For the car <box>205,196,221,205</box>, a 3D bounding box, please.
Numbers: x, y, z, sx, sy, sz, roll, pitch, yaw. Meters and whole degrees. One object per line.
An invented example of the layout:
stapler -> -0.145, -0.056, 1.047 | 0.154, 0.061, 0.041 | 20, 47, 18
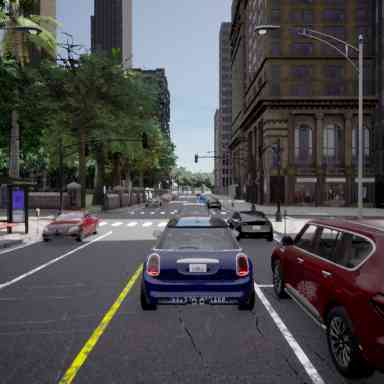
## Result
car -> 2.762, 1.547, 42.738 | 1.947, 1.339, 4.313 | 0, 0, 0

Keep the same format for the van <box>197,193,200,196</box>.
van -> 2.764, 1.282, 80.680 | 1.690, 1.788, 3.998 | 0, 0, 0

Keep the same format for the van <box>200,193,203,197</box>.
van -> 2.762, 1.309, 58.999 | 1.690, 1.788, 3.998 | 0, 0, 0

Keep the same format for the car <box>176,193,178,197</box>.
car -> -5.760, 1.239, 91.541 | 2.192, 1.841, 5.009 | 0, 0, 0

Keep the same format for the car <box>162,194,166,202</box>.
car -> -5.763, 1.414, 53.598 | 1.967, 1.590, 4.097 | 0, 0, 0

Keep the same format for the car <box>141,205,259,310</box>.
car -> 0.103, 1.351, 7.950 | 2.097, 1.767, 4.553 | 0, 0, 0

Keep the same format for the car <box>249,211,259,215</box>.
car -> 2.760, 1.562, 16.301 | 1.947, 1.339, 4.313 | 0, 0, 0

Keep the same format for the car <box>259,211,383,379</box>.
car -> 2.758, 1.314, 5.450 | 2.192, 1.841, 5.009 | 0, 0, 0

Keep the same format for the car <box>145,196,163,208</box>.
car -> -5.763, 1.529, 48.178 | 2.008, 1.369, 4.403 | 0, 0, 0

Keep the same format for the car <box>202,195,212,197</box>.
car -> 2.762, 1.544, 48.158 | 1.947, 1.339, 4.313 | 0, 0, 0

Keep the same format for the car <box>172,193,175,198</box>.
car -> -5.762, 1.264, 75.280 | 2.192, 1.841, 5.009 | 0, 0, 0

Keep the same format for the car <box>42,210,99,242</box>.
car -> -5.765, 1.578, 16.319 | 1.802, 1.307, 4.206 | 0, 0, 0

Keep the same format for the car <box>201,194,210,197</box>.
car -> 2.763, 1.499, 53.748 | 1.752, 1.417, 4.829 | 0, 0, 0

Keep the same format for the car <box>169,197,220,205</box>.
car -> 0.102, 1.348, 17.484 | 2.097, 1.767, 4.553 | 0, 0, 0

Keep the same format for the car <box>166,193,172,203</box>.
car -> -5.762, 1.396, 69.860 | 1.967, 1.590, 4.097 | 0, 0, 0

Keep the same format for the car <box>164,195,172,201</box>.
car -> -5.761, 1.466, 80.531 | 1.752, 1.417, 4.829 | 0, 0, 0
